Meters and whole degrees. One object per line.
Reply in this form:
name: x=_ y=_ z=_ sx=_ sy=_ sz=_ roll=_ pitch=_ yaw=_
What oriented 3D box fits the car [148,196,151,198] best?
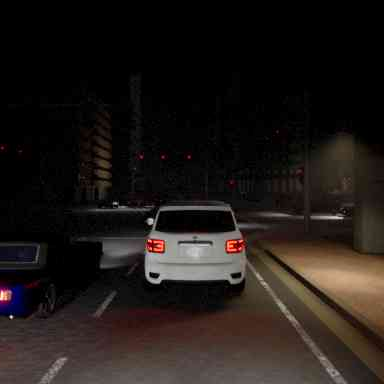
car: x=-7.935 y=1.505 z=57.032 sx=1.837 sy=1.490 sz=4.892 roll=0 pitch=0 yaw=0

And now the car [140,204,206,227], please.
car: x=-1.238 y=1.564 z=22.163 sx=4.181 sy=1.385 sz=1.994 roll=0 pitch=0 yaw=-1

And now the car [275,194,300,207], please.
car: x=13.242 y=1.153 z=47.078 sx=1.932 sy=1.855 sz=4.605 roll=0 pitch=0 yaw=0

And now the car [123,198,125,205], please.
car: x=-11.432 y=1.601 z=55.254 sx=1.895 sy=1.301 sz=4.718 roll=0 pitch=0 yaw=0

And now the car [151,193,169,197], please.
car: x=-4.179 y=1.221 z=47.447 sx=2.150 sy=2.045 sz=5.566 roll=0 pitch=0 yaw=-1

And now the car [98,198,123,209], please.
car: x=-11.401 y=1.547 z=45.662 sx=2.033 sy=1.411 sz=5.357 roll=0 pitch=0 yaw=0

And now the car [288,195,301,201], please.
car: x=24.580 y=1.395 z=79.603 sx=1.970 sy=1.475 sz=3.806 roll=0 pitch=0 yaw=0

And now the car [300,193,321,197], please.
car: x=16.136 y=1.156 z=47.027 sx=1.905 sy=1.878 sz=3.866 roll=0 pitch=0 yaw=0

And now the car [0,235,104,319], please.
car: x=-3.419 y=1.601 z=7.304 sx=1.895 sy=1.301 sz=4.718 roll=0 pitch=0 yaw=1

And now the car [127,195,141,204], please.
car: x=-11.420 y=1.478 z=65.740 sx=1.882 sy=1.535 sz=5.008 roll=0 pitch=0 yaw=0

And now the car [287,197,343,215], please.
car: x=12.298 y=1.505 z=32.849 sx=4.892 sy=1.490 sz=1.837 roll=0 pitch=0 yaw=0

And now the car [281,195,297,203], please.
car: x=18.826 y=1.395 z=64.496 sx=1.970 sy=1.475 sz=3.806 roll=0 pitch=0 yaw=0

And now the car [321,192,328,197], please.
car: x=30.159 y=1.153 z=79.658 sx=1.932 sy=1.855 sz=4.605 roll=0 pitch=0 yaw=0

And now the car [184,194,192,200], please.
car: x=-0.979 y=1.304 z=85.781 sx=1.882 sy=1.535 sz=5.008 roll=0 pitch=0 yaw=0

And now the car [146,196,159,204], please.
car: x=-7.911 y=1.547 z=67.642 sx=2.033 sy=1.411 sz=5.357 roll=0 pitch=0 yaw=0

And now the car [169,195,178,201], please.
car: x=-4.459 y=1.500 z=81.202 sx=1.837 sy=1.490 sz=4.892 roll=0 pitch=0 yaw=0

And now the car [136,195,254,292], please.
car: x=0.094 y=1.221 z=9.055 sx=2.150 sy=2.045 sz=5.566 roll=0 pitch=0 yaw=1

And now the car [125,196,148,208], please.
car: x=-7.906 y=1.478 z=47.761 sx=1.882 sy=1.535 sz=5.008 roll=0 pitch=0 yaw=0

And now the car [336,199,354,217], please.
car: x=15.453 y=1.564 z=29.314 sx=4.181 sy=1.385 sz=1.994 roll=0 pitch=0 yaw=1
